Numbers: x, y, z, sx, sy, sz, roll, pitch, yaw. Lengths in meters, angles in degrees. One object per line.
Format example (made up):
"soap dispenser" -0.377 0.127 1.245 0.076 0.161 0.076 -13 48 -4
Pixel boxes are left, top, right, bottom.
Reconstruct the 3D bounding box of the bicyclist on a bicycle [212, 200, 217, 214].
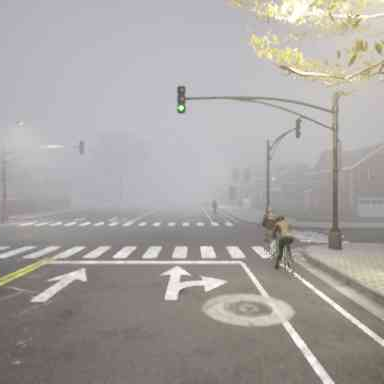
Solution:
"bicyclist on a bicycle" 2.252 1.596 33.266 0.582 1.620 1.656 0 -1 0

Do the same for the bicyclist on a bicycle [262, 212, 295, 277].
"bicyclist on a bicycle" 2.593 1.499 9.490 0.582 1.620 1.656 1 -1 -3

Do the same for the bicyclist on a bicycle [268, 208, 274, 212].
"bicyclist on a bicycle" 2.700 1.425 11.592 0.659 1.776 1.843 0 0 0

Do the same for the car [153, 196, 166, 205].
"car" -6.496 1.648 66.651 2.097 1.767 4.553 0 0 0

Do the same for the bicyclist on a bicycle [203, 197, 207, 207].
"bicyclist on a bicycle" 2.272 1.656 55.129 0.866 1.612 1.509 0 0 0
